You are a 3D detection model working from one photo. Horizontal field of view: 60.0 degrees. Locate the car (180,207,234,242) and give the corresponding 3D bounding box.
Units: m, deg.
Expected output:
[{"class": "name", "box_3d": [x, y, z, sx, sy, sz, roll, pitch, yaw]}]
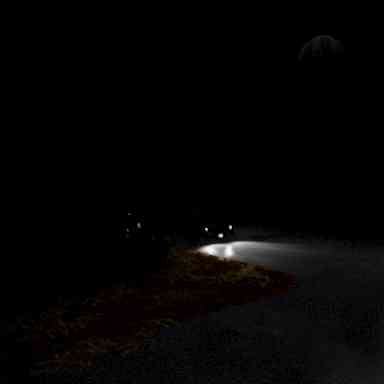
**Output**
[{"class": "car", "box_3d": [-0.358, 1.464, 16.218, 2.033, 1.411, 5.357, 1, 0, -37]}]
